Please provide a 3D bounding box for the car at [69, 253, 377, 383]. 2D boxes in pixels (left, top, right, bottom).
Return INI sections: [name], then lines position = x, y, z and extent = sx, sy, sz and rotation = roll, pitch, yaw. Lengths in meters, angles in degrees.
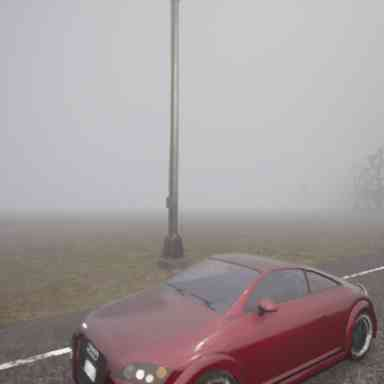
[car]
position = 0.619, 1.589, 4.441
extent = 4.181, 1.385, 1.994
rotation = 1, 0, -36
